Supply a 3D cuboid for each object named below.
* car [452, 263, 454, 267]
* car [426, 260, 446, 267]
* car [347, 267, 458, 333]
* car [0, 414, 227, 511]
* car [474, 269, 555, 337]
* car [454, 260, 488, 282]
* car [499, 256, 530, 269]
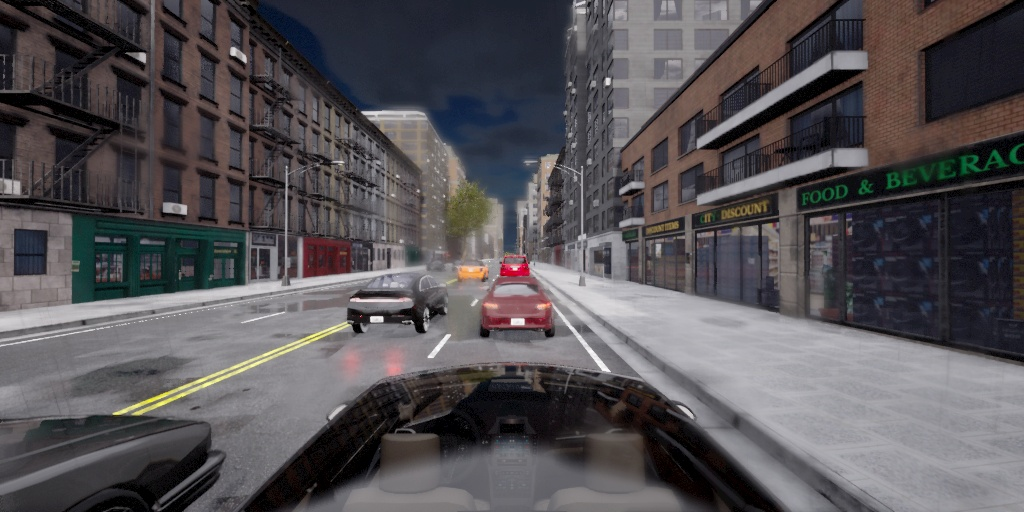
[{"bbox_3d":[-6.416,1.278,45.271,2.128,1.511,4.902,0,0,0],"label":"car"},{"bbox_3d":[-9.663,1.291,45.900,1.837,1.490,4.892,0,0,0],"label":"car"},{"bbox_3d":[-3.110,1.244,10.662,2.128,1.511,4.902,0,0,0],"label":"car"},{"bbox_3d":[-3.161,1.297,0.267,2.033,1.411,5.357,0,0,1],"label":"car"},{"bbox_3d":[0.132,1.278,10.159,1.812,1.442,4.674,0,0,0],"label":"car"},{"bbox_3d":[-3.041,1.116,28.950,2.097,1.767,4.553,0,0,0],"label":"car"},{"bbox_3d":[0.206,0.984,27.257,2.150,2.045,5.566,0,0,0],"label":"car"}]
